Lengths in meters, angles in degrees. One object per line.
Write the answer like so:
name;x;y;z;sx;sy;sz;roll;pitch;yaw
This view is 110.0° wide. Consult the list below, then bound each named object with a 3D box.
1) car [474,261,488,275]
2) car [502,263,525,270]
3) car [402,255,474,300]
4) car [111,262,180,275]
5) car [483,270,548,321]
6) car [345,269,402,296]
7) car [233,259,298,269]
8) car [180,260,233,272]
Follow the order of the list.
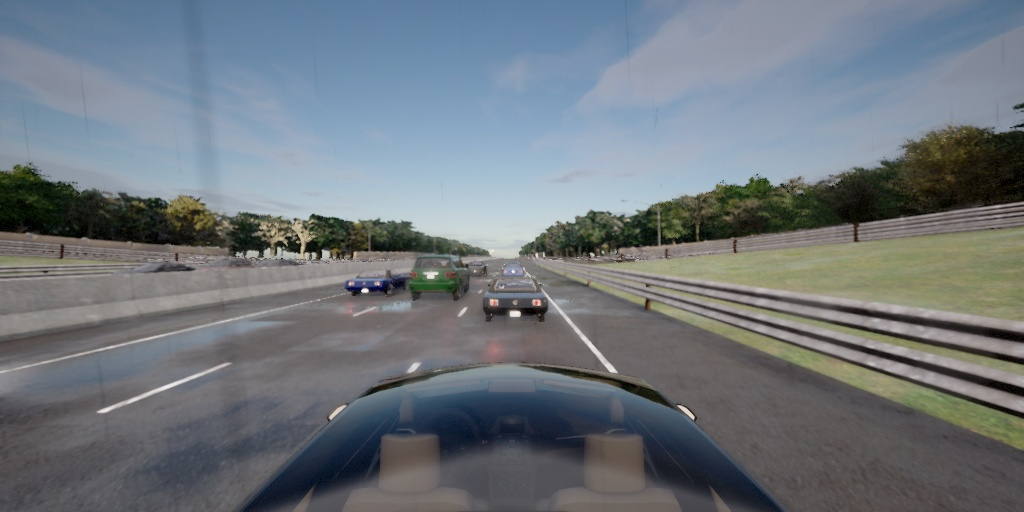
car;-3.406;1.205;35.638;2.128;1.511;4.902;0;0;0
car;0.095;1.269;30.187;2.033;1.411;5.357;0;0;0
car;-3.403;0.958;17.689;2.150;2.045;5.566;0;0;0
car;-24.602;1.205;24.901;1.882;1.535;5.008;0;0;0
car;0.098;1.343;12.312;1.895;1.301;4.718;0;0;0
car;-6.903;1.336;19.068;1.895;1.301;4.718;0;0;0
car;-17.601;1.078;26.438;2.097;1.767;4.553;0;0;0
car;-21.100;1.078;26.402;2.097;1.767;4.553;0;0;0
